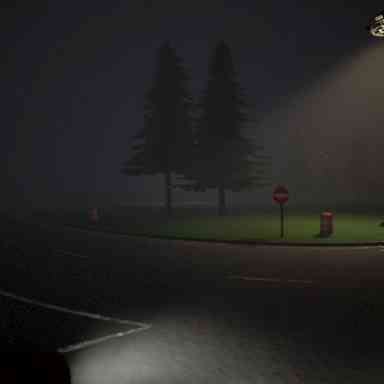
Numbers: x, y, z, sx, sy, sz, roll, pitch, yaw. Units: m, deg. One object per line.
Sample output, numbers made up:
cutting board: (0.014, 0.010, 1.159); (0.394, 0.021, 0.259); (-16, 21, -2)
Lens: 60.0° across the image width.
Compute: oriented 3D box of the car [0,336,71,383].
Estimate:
car: (-3.004, 1.535, 1.604); (4.674, 1.442, 1.812); (0, 0, -36)
